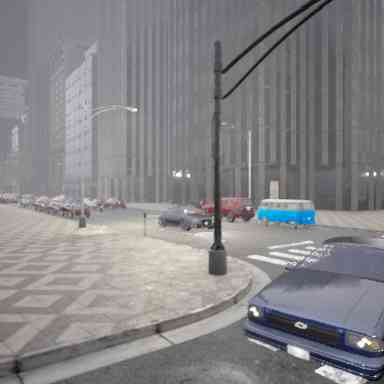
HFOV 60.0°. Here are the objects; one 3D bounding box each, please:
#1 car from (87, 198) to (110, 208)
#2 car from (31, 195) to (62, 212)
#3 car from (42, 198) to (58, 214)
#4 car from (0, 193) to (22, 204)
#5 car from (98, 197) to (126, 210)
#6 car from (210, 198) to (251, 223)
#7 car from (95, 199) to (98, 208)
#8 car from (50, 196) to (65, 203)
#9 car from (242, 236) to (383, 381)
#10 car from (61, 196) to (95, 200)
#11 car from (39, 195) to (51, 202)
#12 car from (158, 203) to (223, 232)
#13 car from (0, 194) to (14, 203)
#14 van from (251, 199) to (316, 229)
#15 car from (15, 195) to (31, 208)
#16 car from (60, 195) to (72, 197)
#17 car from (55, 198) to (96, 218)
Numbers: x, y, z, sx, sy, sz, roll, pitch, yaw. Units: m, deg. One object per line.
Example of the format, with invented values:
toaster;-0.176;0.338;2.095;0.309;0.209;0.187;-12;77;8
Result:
car;-13.885;1.619;49.254;1.802;1.307;4.206;0;0;-36
car;-17.448;1.470;39.687;1.967;1.590;4.097;0;0;-36
car;-14.118;1.615;35.136;1.802;1.307;4.206;0;0;-36
car;-34.099;1.308;62.443;2.192;1.841;5.009;0;0;-36
car;-10.553;1.482;44.702;1.967;1.590;4.097;0;0;-36
car;2.769;1.370;26.497;2.192;1.841;5.009;0;0;-36
car;-14.426;1.562;45.241;1.812;1.442;4.674;0;0;-36
car;-27.308;1.529;67.599;1.752;1.417;4.829;0;0;-36
car;3.094;1.555;5.975;2.033;1.411;5.357;0;0;43
car;-13.244;1.541;38.322;1.837;1.490;4.892;0;0;-36
car;-33.984;1.500;76.732;1.752;1.417;4.829;1;0;-35
car;-0.357;1.612;20.679;1.994;1.385;4.181;0;0;-36
car;-37.430;1.294;66.994;2.192;1.841;5.009;0;0;-36
van;6.101;1.397;21.944;1.690;1.788;3.998;0;0;-36
car;-24.109;1.571;48.789;2.008;1.369;4.403;0;0;-36
car;-20.438;1.591;53.369;1.994;1.385;4.181;0;0;-36
car;-10.788;1.581;30.585;1.887;1.381;4.507;0;0;-36
